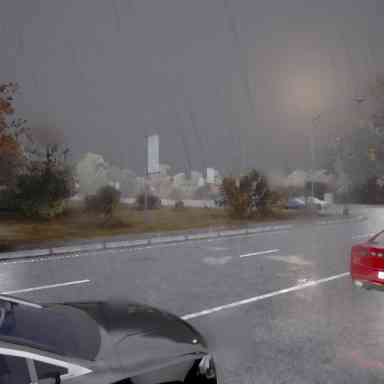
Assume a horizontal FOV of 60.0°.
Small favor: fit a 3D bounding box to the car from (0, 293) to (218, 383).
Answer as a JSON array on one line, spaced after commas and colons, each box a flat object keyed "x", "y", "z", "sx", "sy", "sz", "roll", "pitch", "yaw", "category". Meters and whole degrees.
[{"x": -1.990, "y": 1.492, "z": 2.311, "sx": 4.902, "sy": 1.511, "sz": 2.128, "roll": 0, "pitch": 0, "yaw": -35, "category": "car"}]

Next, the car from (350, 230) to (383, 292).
[{"x": 5.726, "y": 1.445, "z": 7.826, "sx": 5.008, "sy": 1.535, "sz": 1.882, "roll": 0, "pitch": 0, "yaw": -35, "category": "car"}]

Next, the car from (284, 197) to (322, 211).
[{"x": 11.132, "y": 1.334, "z": 37.020, "sx": 2.033, "sy": 1.411, "sz": 5.357, "roll": -1, "pitch": 0, "yaw": -39, "category": "car"}]

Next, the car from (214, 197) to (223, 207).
[{"x": 5.076, "y": 1.296, "z": 44.572, "sx": 1.837, "sy": 1.490, "sz": 4.892, "roll": -1, "pitch": 0, "yaw": -39, "category": "car"}]

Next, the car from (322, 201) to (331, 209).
[{"x": 13.918, "y": 1.281, "z": 39.172, "sx": 1.812, "sy": 1.442, "sz": 4.674, "roll": -1, "pitch": 0, "yaw": -39, "category": "car"}]
